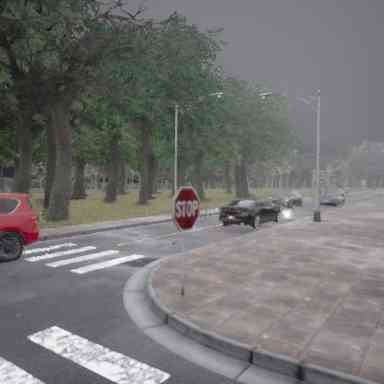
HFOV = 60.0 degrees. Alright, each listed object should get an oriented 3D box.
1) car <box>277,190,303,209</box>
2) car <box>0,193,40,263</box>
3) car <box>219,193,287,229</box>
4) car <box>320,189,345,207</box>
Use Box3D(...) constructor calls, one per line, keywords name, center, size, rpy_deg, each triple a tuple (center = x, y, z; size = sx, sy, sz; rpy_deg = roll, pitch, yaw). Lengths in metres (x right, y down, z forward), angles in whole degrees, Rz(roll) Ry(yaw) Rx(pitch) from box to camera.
Box3D(name="car", center=(8.779, 0.600, 31.168), size=(2.097, 1.767, 4.553), rpy_deg=(1, 2, 36))
Box3D(name="car", center=(-7.116, 1.092, 9.115), size=(2.150, 2.045, 5.566), rpy_deg=(1, 2, 36))
Box3D(name="car", center=(3.397, 1.073, 18.664), size=(1.882, 1.535, 5.008), rpy_deg=(1, 2, 36))
Box3D(name="car", center=(13.948, 0.750, 33.311), size=(1.994, 1.385, 4.181), rpy_deg=(1, 2, 36))
